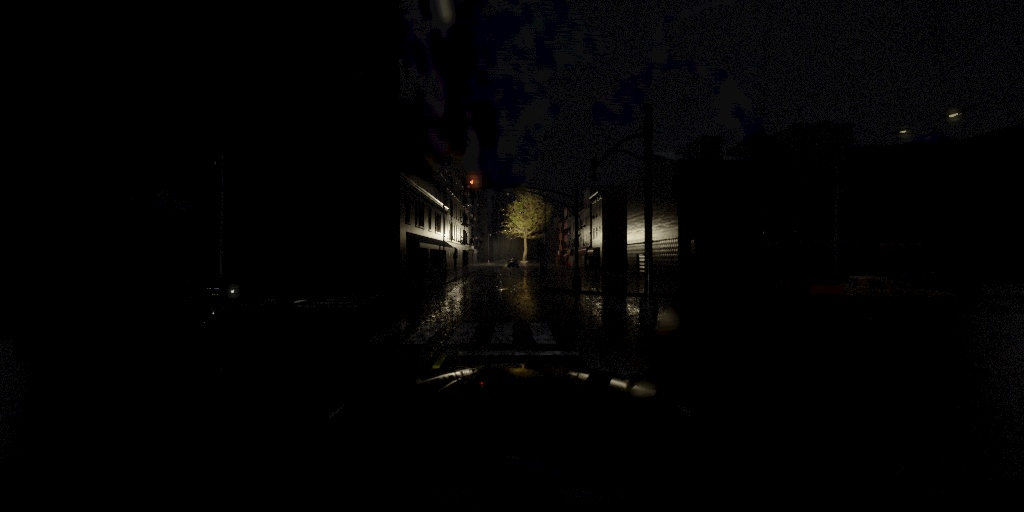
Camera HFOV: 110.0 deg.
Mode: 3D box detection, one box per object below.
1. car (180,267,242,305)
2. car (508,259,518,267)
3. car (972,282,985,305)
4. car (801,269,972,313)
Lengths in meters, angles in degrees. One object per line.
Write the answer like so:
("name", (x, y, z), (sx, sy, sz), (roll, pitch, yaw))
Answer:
("car", (-13.759, 1.178, 14.554), (4.892, 1.490, 1.837), (0, 0, 0))
("car", (0.196, 1.274, 63.500), (2.033, 1.411, 5.357), (0, 0, 0))
("car", (18.179, 1.357, 16.207), (4.902, 1.511, 2.128), (0, 0, 0))
("car", (13.903, 1.346, 13.670), (4.829, 1.417, 1.751), (0, 0, 0))
